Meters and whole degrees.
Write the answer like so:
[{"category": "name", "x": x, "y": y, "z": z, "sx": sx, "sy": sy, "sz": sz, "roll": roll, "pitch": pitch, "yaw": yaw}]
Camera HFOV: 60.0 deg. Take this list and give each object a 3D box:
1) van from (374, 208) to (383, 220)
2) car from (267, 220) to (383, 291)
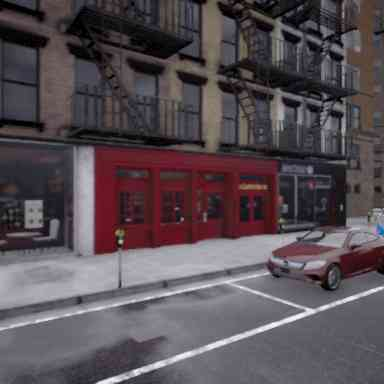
[{"category": "van", "x": 8.278, "y": 1.350, "z": 12.092, "sx": 3.998, "sy": 1.788, "sz": 1.690, "roll": 0, "pitch": 0, "yaw": -35}, {"category": "car", "x": 3.875, "y": 1.588, "z": 8.955, "sx": 4.206, "sy": 1.307, "sz": 1.802, "roll": 0, "pitch": 0, "yaw": -35}]
